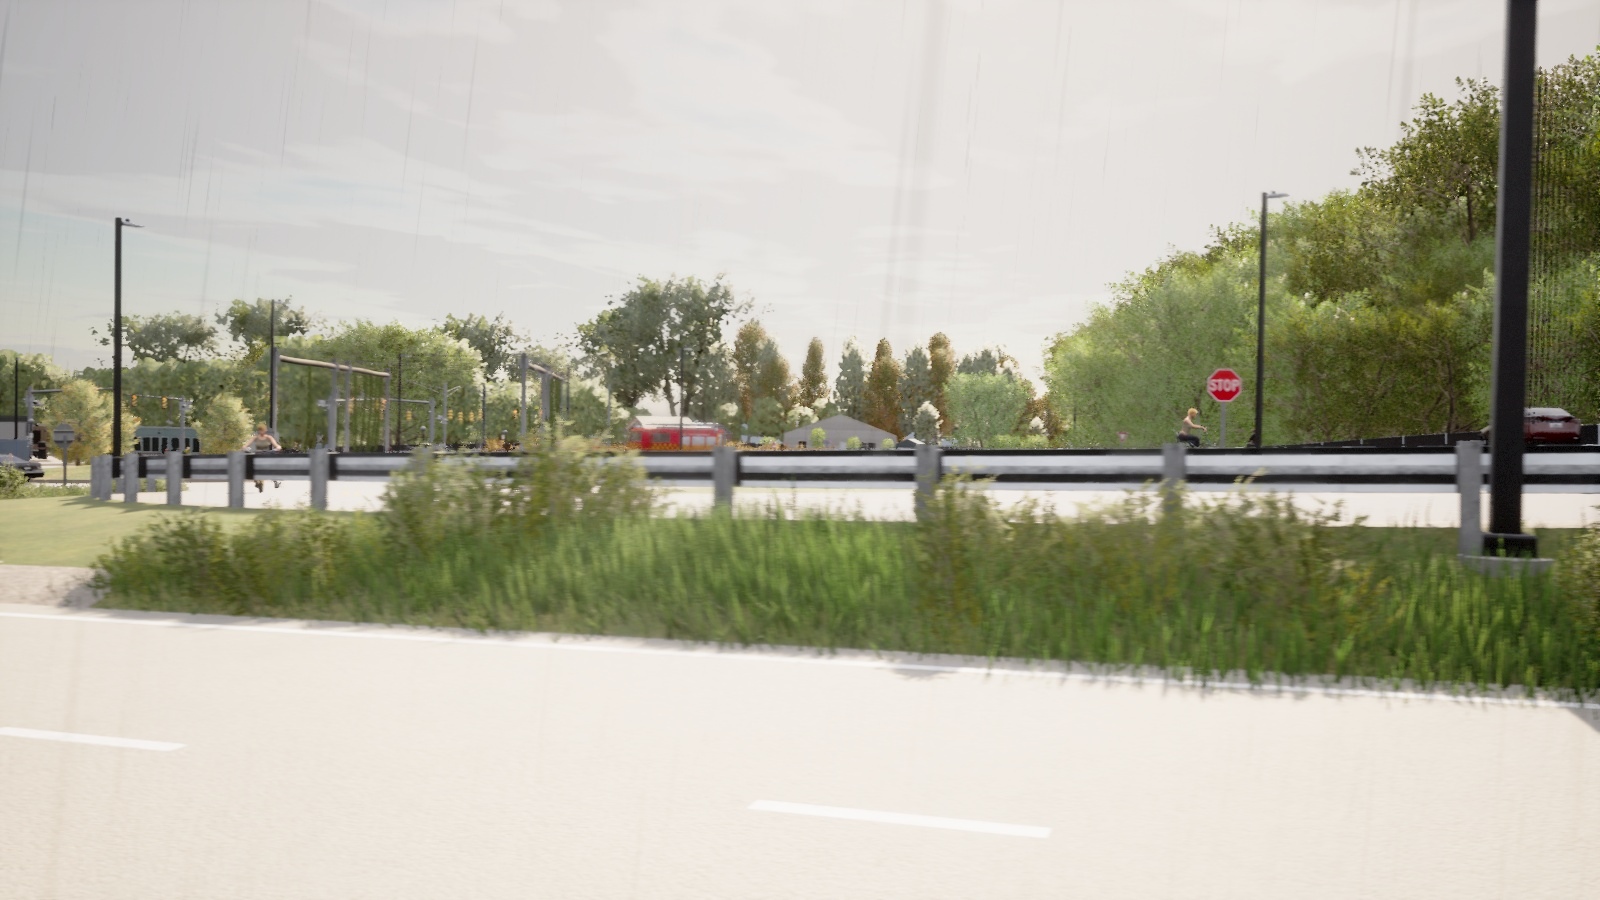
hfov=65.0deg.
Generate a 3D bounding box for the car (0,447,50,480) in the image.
[{"bbox_3d":[-36.334,0.581,55.900,5.357,1.411,2.033,0,1,18],"label":"car"}]

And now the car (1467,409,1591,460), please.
[{"bbox_3d":[24.694,-0.493,42.738,2.163,1.488,4.792,1,-2,11],"label":"car"}]
